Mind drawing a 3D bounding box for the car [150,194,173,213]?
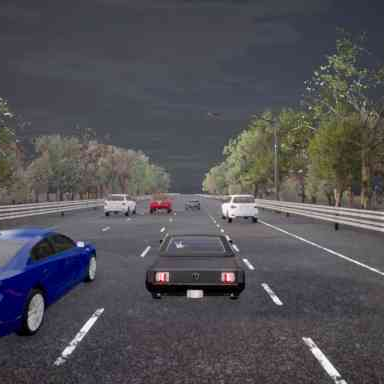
[{"bbox_3d":[-3.386,1.248,37.037,2.150,2.045,5.566,0,0,0],"label":"car"}]

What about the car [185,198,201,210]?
[{"bbox_3d":[0.112,1.525,42.938,2.128,1.511,4.902,0,0,0],"label":"car"}]

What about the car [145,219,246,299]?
[{"bbox_3d":[0.099,1.601,8.380,1.895,1.301,4.718,0,0,1],"label":"car"}]

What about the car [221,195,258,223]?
[{"bbox_3d":[3.626,1.236,25.947,2.150,2.045,5.566,0,0,-2],"label":"car"}]

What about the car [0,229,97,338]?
[{"bbox_3d":[-3.397,1.477,6.687,1.882,1.535,5.008,0,0,0],"label":"car"}]

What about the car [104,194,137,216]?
[{"bbox_3d":[-6.902,1.243,32.483,2.150,2.045,5.566,0,0,1],"label":"car"}]
